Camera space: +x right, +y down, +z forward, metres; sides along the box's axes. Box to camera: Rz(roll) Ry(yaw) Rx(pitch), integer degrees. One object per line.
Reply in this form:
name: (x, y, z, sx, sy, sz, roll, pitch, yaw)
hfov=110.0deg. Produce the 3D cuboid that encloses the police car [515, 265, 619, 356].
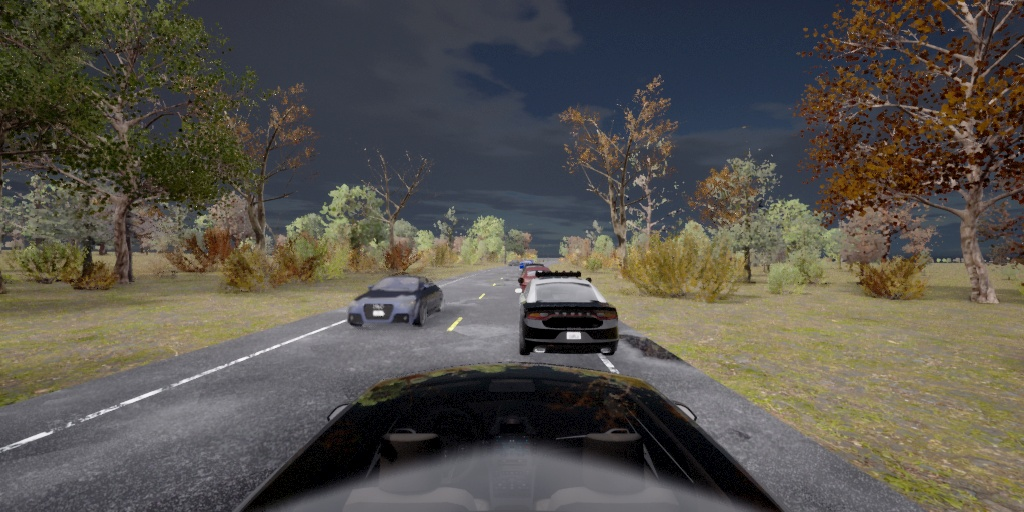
police car: (1.107, 1.177, 8.802, 1.930, 1.638, 5.238, 0, 0, 1)

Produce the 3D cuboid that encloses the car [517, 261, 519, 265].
car: (2.106, 1.313, 50.363, 1.882, 1.535, 5.008, 0, 0, 5)

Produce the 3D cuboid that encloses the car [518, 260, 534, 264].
car: (1.531, 1.266, 24.615, 1.837, 1.490, 4.892, 0, 0, 2)

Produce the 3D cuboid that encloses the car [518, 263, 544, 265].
car: (1.324, 1.281, 18.645, 1.812, 1.442, 4.674, 0, 0, 2)

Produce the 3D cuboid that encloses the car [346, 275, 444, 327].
car: (-3.472, 1.316, 11.405, 1.994, 1.385, 4.181, 0, 0, 1)
